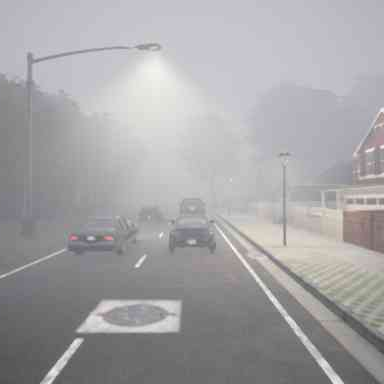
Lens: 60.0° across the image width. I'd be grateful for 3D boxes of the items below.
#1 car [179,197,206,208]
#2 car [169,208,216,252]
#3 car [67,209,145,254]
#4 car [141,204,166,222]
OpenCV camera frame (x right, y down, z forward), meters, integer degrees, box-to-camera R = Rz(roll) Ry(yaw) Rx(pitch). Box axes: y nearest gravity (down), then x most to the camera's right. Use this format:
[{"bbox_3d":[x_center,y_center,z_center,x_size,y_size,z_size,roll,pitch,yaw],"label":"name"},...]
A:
[{"bbox_3d":[0.019,1.488,29.042,2.150,2.045,5.566,0,0,0],"label":"car"},{"bbox_3d":[0.015,1.662,14.408,1.812,1.442,4.674,0,0,0],"label":"car"},{"bbox_3d":[-3.490,1.680,14.013,2.033,1.411,5.357,0,0,0],"label":"car"},{"bbox_3d":[-3.479,1.782,29.308,1.837,1.490,4.892,0,0,0],"label":"car"}]
